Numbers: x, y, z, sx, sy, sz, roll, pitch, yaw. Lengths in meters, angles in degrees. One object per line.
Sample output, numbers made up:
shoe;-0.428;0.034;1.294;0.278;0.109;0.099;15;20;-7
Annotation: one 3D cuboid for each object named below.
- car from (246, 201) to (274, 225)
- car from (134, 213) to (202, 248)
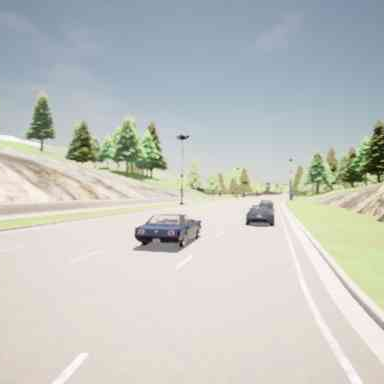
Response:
car;5.098;1.636;24.776;1.994;1.385;4.181;1;0;14
car;-0.860;1.600;14.973;1.895;1.301;4.718;1;0;13
